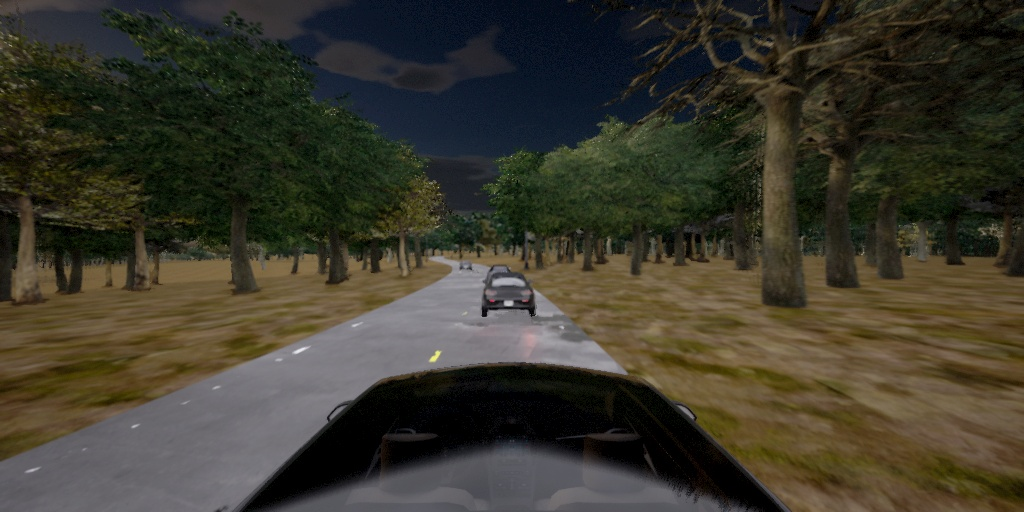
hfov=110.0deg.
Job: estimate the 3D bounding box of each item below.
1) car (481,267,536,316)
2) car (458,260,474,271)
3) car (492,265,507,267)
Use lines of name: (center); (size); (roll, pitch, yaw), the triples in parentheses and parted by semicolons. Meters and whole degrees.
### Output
car: (-0.161, 1.311, 13.488); (1.812, 1.442, 4.674); (0, 0, -2)
car: (-6.607, 1.375, 51.449); (2.128, 1.511, 4.902); (0, 0, -7)
car: (-0.970, 1.386, 28.307); (1.994, 1.385, 4.181); (0, 0, -4)
